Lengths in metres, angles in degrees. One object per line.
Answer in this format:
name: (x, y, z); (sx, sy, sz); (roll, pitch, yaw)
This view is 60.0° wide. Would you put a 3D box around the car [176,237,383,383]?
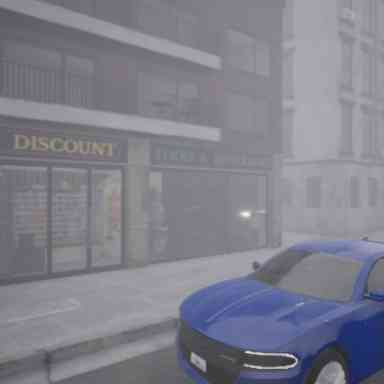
car: (2.110, 1.486, 4.864); (5.008, 1.535, 1.882); (0, 0, -35)
